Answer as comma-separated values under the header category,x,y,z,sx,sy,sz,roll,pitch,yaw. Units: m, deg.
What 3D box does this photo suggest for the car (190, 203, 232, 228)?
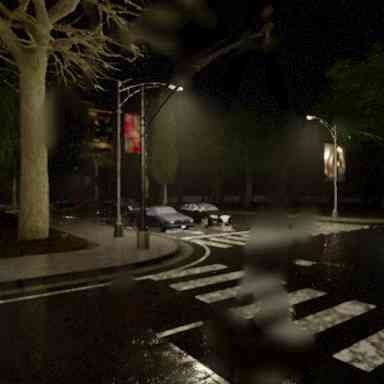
category,x,y,z,sx,sy,sz,roll,pitch,yaw
car,0.630,1.525,22.645,2.128,1.511,4.902,0,0,-36

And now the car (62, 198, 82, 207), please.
category,x,y,z,sx,sy,sz,roll,pitch,yaw
car,-20.958,1.788,58.049,1.882,1.535,5.008,0,-1,-36

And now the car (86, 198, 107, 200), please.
category,x,y,z,sx,sy,sz,roll,pitch,yaw
car,-14.817,1.696,49.685,1.882,1.535,5.008,0,0,-36

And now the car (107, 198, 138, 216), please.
category,x,y,z,sx,sy,sz,roll,pitch,yaw
car,-5.967,1.443,31.712,2.097,1.767,4.553,0,0,-36

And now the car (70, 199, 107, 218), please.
category,x,y,z,sx,sy,sz,roll,pitch,yaw
car,-9.496,1.662,31.039,1.994,1.385,4.181,0,0,-36

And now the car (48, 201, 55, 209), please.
category,x,y,z,sx,sy,sz,roll,pitch,yaw
car,-21.791,1.750,48.105,1.837,1.490,4.892,0,-1,-36

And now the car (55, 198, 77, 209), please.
category,x,y,z,sx,sy,sz,roll,pitch,yaw
car,-19.408,1.811,50.367,1.994,1.385,4.181,0,-1,-35

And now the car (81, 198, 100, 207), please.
category,x,y,z,sx,sy,sz,roll,pitch,yaw
car,-18.328,1.787,59.958,1.882,1.535,5.008,0,-1,-36

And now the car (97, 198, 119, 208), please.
category,x,y,z,sx,sy,sz,roll,pitch,yaw
car,-13.455,1.761,53.298,1.812,1.442,4.674,0,-1,-36

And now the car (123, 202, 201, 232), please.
category,x,y,z,sx,sy,sz,roll,pitch,yaw
car,-2.046,1.582,20.776,2.033,1.411,5.357,0,0,-36
